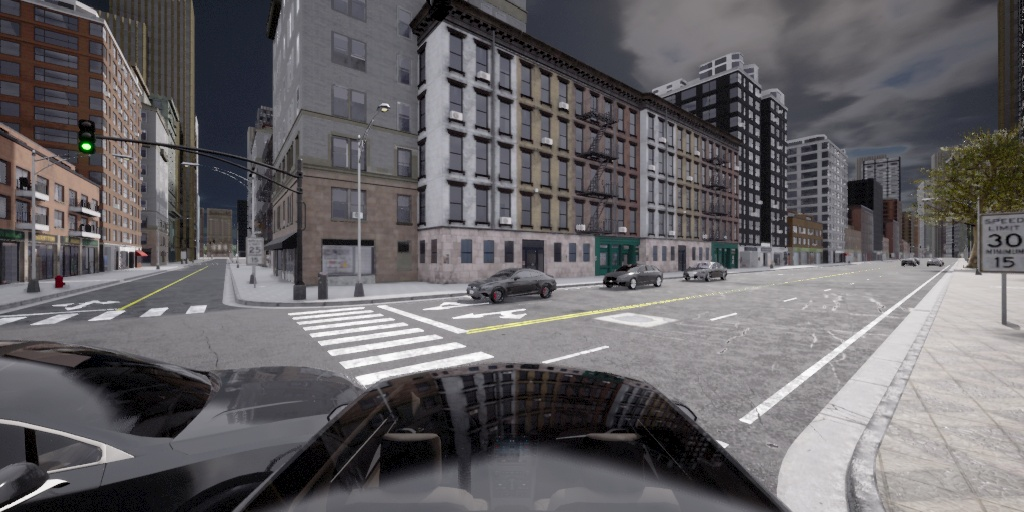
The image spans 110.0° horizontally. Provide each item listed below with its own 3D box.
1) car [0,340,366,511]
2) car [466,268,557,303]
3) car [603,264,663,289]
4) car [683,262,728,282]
[{"bbox_3d":[-3.209,1.257,1.880,4.892,1.490,1.837,0,0,-34],"label":"car"},{"bbox_3d":[0.090,1.287,16.827,4.674,1.442,1.812,0,0,-39],"label":"car"},{"bbox_3d":[7.829,1.259,22.992,4.892,1.490,1.837,0,0,-38],"label":"car"},{"bbox_3d":[15.889,1.237,29.400,4.902,1.511,2.128,0,0,-38],"label":"car"}]
